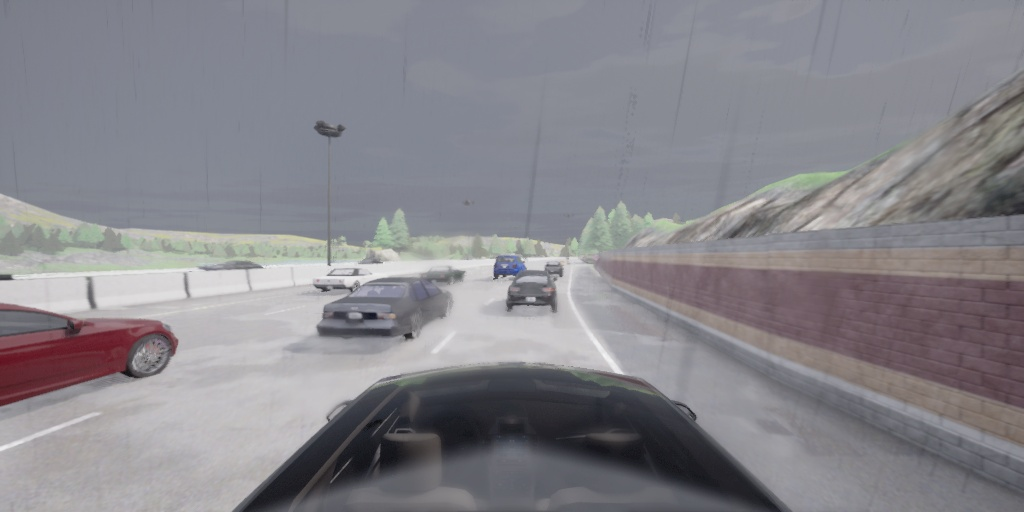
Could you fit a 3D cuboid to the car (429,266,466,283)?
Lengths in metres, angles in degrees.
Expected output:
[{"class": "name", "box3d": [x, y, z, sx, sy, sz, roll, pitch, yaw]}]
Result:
[{"class": "car", "box3d": [-4.695, 1.337, 25.345, 1.895, 1.301, 4.718, 0, 0, 9]}]

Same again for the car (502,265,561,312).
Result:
[{"class": "car", "box3d": [0.847, 1.279, 14.251, 1.812, 1.442, 4.674, 0, 0, 5]}]

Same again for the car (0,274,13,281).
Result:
[{"class": "car", "box3d": [-30.521, 1.254, 18.901, 1.895, 1.301, 4.718, 0, 0, 6]}]

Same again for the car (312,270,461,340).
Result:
[{"class": "car", "box3d": [-3.064, 1.288, 9.910, 2.033, 1.411, 5.357, 0, 0, 4]}]

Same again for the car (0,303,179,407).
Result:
[{"class": "car", "box3d": [-6.790, 1.254, 4.306, 1.812, 1.442, 4.674, 0, 0, 1]}]

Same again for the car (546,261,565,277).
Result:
[{"class": "car", "box3d": [4.197, 1.257, 35.953, 2.128, 1.511, 4.902, 0, 0, 10]}]

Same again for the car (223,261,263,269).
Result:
[{"class": "car", "box3d": [-25.027, 1.176, 32.334, 1.837, 1.490, 4.892, 0, 0, 10]}]

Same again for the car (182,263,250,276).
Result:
[{"class": "car", "box3d": [-19.489, 1.289, 22.509, 1.895, 1.301, 4.718, 0, 0, 8]}]

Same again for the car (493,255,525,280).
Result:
[{"class": "car", "box3d": [-0.159, 0.973, 31.258, 2.150, 2.045, 5.566, 0, 0, 10]}]

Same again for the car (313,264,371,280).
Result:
[{"class": "car", "box3d": [-8.981, 1.323, 20.455, 1.895, 1.301, 4.718, 0, 0, 8]}]

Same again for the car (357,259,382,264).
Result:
[{"class": "car", "box3d": [-18.883, 1.198, 47.142, 1.837, 1.490, 4.892, 0, 0, 10]}]
